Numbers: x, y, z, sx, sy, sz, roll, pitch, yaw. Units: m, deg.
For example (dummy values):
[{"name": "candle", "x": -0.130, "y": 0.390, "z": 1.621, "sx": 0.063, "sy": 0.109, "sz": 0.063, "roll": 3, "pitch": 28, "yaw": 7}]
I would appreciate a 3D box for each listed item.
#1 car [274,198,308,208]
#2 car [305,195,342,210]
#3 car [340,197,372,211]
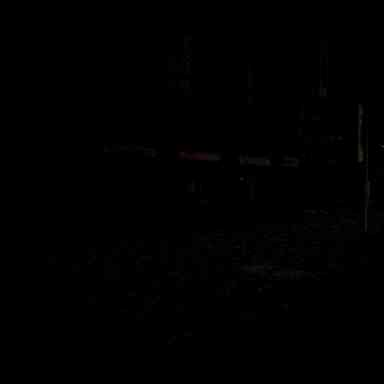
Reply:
[{"name": "car", "x": 14.470, "y": 1.600, "z": 48.770, "sx": 1.887, "sy": 1.381, "sz": 4.507, "roll": 0, "pitch": 0, "yaw": -35}, {"name": "car", "x": 17.695, "y": 1.355, "z": 44.191, "sx": 2.192, "sy": 1.841, "sz": 5.009, "roll": 0, "pitch": 0, "yaw": -35}, {"name": "car", "x": 20.822, "y": 1.551, "z": 39.749, "sx": 1.752, "sy": 1.417, "sz": 4.829, "roll": 0, "pitch": 0, "yaw": -35}]
